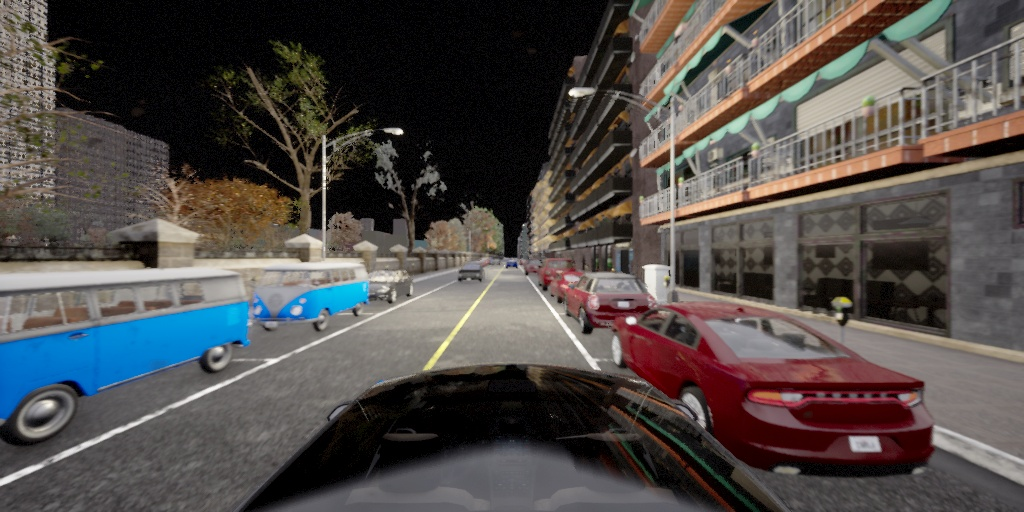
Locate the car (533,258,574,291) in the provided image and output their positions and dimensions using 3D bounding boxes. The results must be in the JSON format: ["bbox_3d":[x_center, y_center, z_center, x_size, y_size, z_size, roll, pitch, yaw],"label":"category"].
[{"bbox_3d":[2.682,1.070,21.852,2.192,1.841,5.009,0,0,0],"label":"car"}]

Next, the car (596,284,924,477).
[{"bbox_3d":[2.689,1.295,4.962,1.888,1.381,4.507,0,0,0],"label":"car"}]

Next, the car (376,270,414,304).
[{"bbox_3d":[-5.696,1.302,16.218,2.007,1.370,4.403,0,0,0],"label":"car"}]

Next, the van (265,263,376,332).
[{"bbox_3d":[-5.693,1.091,10.588,1.690,1.789,3.998,0,0,0],"label":"van"}]

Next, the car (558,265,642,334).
[{"bbox_3d":[2.687,1.190,10.591,1.967,1.591,4.097,0,0,0],"label":"car"}]

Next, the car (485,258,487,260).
[{"bbox_3d":[-5.715,1.369,61.262,1.802,1.307,4.207,0,0,0],"label":"car"}]

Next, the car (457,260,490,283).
[{"bbox_3d":[-3.110,1.308,28.537,2.033,1.411,5.357,0,0,0],"label":"car"}]

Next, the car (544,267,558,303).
[{"bbox_3d":[2.685,1.334,16.223,1.802,1.307,4.207,0,0,0],"label":"car"}]

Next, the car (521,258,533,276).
[{"bbox_3d":[2.372,1.120,37.533,2.097,1.767,4.553,0,0,0],"label":"car"}]

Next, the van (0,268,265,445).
[{"bbox_3d":[-5.691,1.091,4.959,1.690,1.789,3.998,0,0,0],"label":"van"}]

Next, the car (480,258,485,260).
[{"bbox_3d":[-5.712,1.348,55.632,1.948,1.339,4.313,0,0,0],"label":"car"}]

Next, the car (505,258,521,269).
[{"bbox_3d":[-0.022,1.261,56.794,1.882,1.535,5.008,0,0,0],"label":"car"}]
